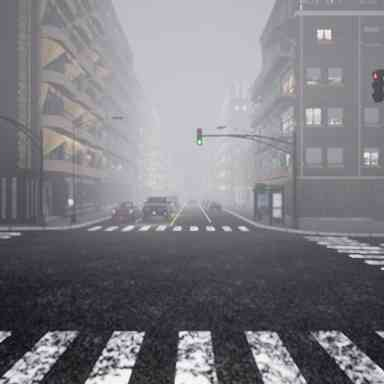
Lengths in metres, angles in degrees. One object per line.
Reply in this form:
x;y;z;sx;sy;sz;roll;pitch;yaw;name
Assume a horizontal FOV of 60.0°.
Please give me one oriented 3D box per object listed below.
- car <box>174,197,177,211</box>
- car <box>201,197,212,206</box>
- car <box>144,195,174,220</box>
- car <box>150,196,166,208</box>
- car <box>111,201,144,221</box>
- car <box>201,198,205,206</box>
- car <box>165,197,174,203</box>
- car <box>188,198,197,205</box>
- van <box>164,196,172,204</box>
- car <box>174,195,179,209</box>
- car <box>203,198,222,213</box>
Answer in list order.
-3.111;1.739;40.166;1.837;1.490;4.892;0;0;0;car
2.666;1.806;62.681;1.967;1.590;4.097;0;0;0;car
-3.110;1.396;30.054;2.150;2.045;5.566;0;0;0;car
-5.713;1.648;57.045;2.192;1.841;5.009;0;0;0;car
-5.703;1.608;28.852;1.967;1.590;4.097;0;0;0;car
2.673;1.811;45.763;1.887;1.381;4.507;0;0;0;car
-5.721;2.047;85.237;2.008;1.369;4.403;0;0;0;car
0.075;1.968;69.350;1.994;1.385;4.181;0;0;0;car
-5.720;1.805;79.600;1.690;1.788;3.998;0;0;0;van
-3.105;1.517;50.895;2.150;2.045;5.566;0;0;0;car
2.674;1.784;40.125;2.008;1.369;4.403;0;0;0;car
